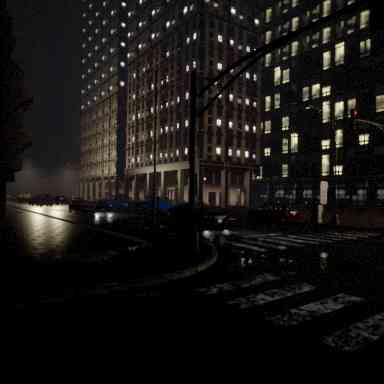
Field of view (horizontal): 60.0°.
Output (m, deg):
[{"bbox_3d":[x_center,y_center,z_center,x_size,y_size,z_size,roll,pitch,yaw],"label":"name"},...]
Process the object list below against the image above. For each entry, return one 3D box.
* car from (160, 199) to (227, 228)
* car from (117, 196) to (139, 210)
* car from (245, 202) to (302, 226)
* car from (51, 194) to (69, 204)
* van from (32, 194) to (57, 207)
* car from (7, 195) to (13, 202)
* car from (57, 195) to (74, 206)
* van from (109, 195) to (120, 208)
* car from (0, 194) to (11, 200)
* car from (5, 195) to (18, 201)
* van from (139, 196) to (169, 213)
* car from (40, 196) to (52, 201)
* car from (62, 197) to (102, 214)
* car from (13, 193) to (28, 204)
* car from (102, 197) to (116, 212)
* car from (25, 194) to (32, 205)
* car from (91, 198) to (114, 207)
[{"bbox_3d":[0.240,1.439,21.634,2.128,1.511,4.902,1,-1,-35],"label":"car"},{"bbox_3d":[-7.368,1.584,42.334,2.008,1.369,4.403,1,-1,-35],"label":"car"},{"bbox_3d":[5.722,1.504,23.917,1.967,1.590,4.097,1,-1,-35],"label":"car"},{"bbox_3d":[-24.924,1.307,62.575,2.097,1.767,4.553,1,-1,-35],"label":"car"},{"bbox_3d":[-20.738,1.197,46.692,1.690,1.788,3.998,1,-1,-35],"label":"van"},{"bbox_3d":[-37.101,1.396,69.712,1.947,1.339,4.313,1,-1,-35],"label":"car"},{"bbox_3d":[-19.607,1.212,49.743,1.837,1.490,4.892,1,-1,-35],"label":"car"},{"bbox_3d":[-10.636,1.367,46.941,1.690,1.788,3.998,1,-1,-35],"label":"van"},{"bbox_3d":[-46.820,1.365,83.390,1.752,1.417,4.829,1,-1,-35],"label":"car"},{"bbox_3d":[-40.372,1.377,74.317,2.008,1.369,4.403,1,-1,-35],"label":"car"},{"bbox_3d":[-4.093,1.381,37.732,1.690,1.788,3.998,1,-1,-35],"label":"van"},{"bbox_3d":[-36.816,1.570,83.774,1.802,1.307,4.206,1,-1,-35],"label":"car"},{"bbox_3d":[-10.927,1.426,32.877,2.008,1.369,4.403,1,-1,-35],"label":"car"},{"bbox_3d":[-30.554,1.154,60.506,2.192,1.841,5.009,1,-1,-35],"label":"car"},{"bbox_3d":[-10.513,1.524,36.775,1.895,1.301,4.718,1,-1,-35],"label":"car"},{"bbox_3d":[-24.014,1.432,51.294,1.802,1.307,4.206,1,-1,-35],"label":"car"},{"bbox_3d":[-13.912,1.586,51.543,1.947,1.339,4.313,1,-1,-35],"label":"car"}]
